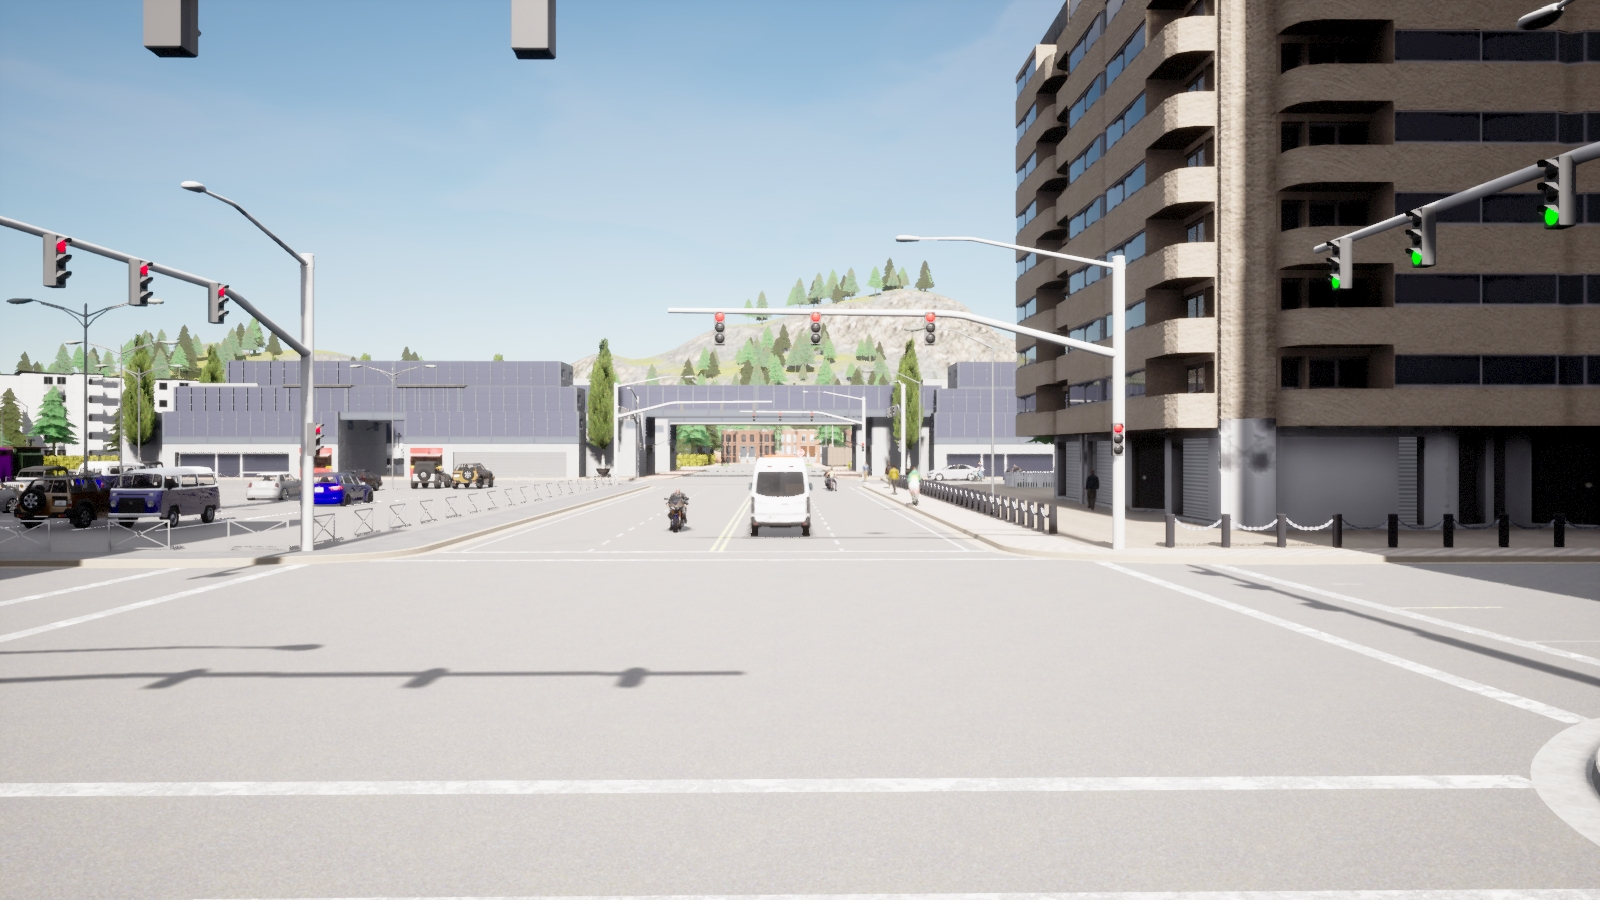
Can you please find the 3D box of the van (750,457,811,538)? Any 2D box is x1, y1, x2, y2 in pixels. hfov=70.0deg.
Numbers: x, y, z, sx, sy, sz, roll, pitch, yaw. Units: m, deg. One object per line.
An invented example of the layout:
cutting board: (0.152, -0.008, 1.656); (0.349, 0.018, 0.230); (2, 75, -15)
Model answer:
van: (-0.675, 1.534, 39.655); (1.988, 2.561, 5.915); (0, 0, -1)

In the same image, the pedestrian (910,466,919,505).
pedestrian: (5.491, 1.695, 54.795); (0.375, 1.860, 0.375); (0, 0, -1)

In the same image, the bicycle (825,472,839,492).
bicycle: (2.134, 2.158, 77.288); (0.859, 1.276, 1.487); (0, 0, -1)

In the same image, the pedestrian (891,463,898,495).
pedestrian: (5.584, 1.695, 67.491); (0.375, 1.860, 0.375); (0, 0, -2)

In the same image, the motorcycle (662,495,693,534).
motorcycle: (-4.213, 2.205, 39.441); (0.867, 1.251, 2.209); (0, 0, -1)

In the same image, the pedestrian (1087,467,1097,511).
pedestrian: (12.487, 1.658, 48.916); (0.375, 1.860, 0.375); (0, 0, 6)

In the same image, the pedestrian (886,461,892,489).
pedestrian: (6.088, 1.697, 77.815); (0.375, 1.860, 0.375); (0, 0, -1)
